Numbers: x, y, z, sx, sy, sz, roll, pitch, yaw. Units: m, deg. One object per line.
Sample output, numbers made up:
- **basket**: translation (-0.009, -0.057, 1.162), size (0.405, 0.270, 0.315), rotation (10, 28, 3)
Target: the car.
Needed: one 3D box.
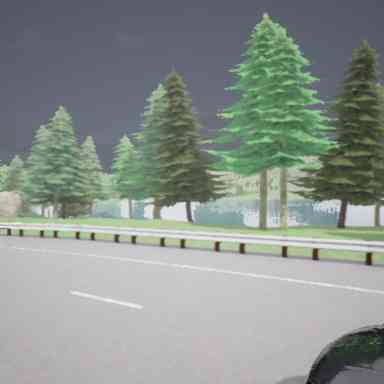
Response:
- **car**: translation (3.051, 1.460, 1.559), size (4.902, 1.511, 2.128), rotation (-1, 0, 36)
